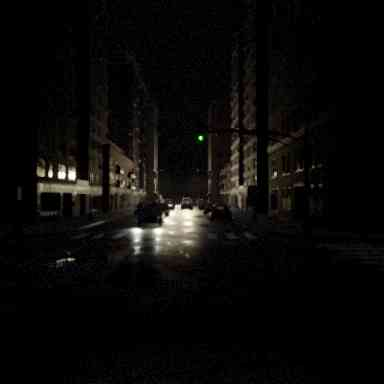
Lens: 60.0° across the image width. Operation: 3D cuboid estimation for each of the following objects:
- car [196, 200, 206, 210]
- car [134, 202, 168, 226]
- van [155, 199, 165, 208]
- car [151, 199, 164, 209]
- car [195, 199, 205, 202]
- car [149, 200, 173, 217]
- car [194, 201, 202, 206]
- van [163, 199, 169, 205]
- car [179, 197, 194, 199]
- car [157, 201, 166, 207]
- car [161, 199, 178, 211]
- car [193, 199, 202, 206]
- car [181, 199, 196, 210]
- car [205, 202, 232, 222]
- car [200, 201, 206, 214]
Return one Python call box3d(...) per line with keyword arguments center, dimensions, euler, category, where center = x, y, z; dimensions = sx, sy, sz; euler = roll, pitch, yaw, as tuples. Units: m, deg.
box3d(center=(2.107, 2.352, 53.852), dimensions=(1.802, 1.307, 4.206), euler=(0, -1, -1), category="car")
box3d(center=(-3.269, 1.862, 27.234), dimensions=(1.882, 1.535, 5.008), euler=(0, -1, -1), category="car")
box3d(center=(-6.781, 2.386, 70.649), dimensions=(1.690, 1.788, 3.998), euler=(0, -1, -1), category="van")
box3d(center=(-6.660, 2.264, 64.995), dimensions=(2.192, 1.841, 5.009), euler=(0, -1, -1), category="car")
box3d(center=(1.985, 2.407, 59.505), dimensions=(1.887, 1.381, 4.507), euler=(0, -1, -1), category="car")
box3d(center=(-3.484, 2.008, 37.525), dimensions=(1.882, 1.535, 5.008), euler=(0, -1, -1), category="car")
box3d(center=(1.503, 2.823, 82.116), dimensions=(1.802, 1.307, 4.206), euler=(0, -1, -1), category="car")
box3d(center=(-7.263, 2.762, 93.266), dimensions=(1.690, 1.788, 3.998), euler=(0, -1, -1), category="van")
box3d(center=(-1.021, 2.204, 66.555), dimensions=(2.150, 2.045, 5.566), euler=(0, -1, -1), category="car")
box3d(center=(-6.901, 2.721, 76.299), dimensions=(1.802, 1.307, 4.206), euler=(0, -1, -1), category="car")
box3d(center=(-3.778, 2.316, 53.948), dimensions=(2.033, 1.411, 5.357), euler=(0, -1, -1), category="car")
box3d(center=(1.382, 2.650, 87.773), dimensions=(2.192, 1.841, 5.009), euler=(0, -1, -1), category="car")
box3d(center=(-0.808, 2.376, 56.522), dimensions=(1.994, 1.385, 4.181), euler=(0, -1, -1), category="car")
box3d(center=(2.591, 1.885, 31.246), dimensions=(1.967, 1.590, 4.097), euler=(0, -1, -1), category="car")
box3d(center=(2.349, 2.187, 42.550), dimensions=(1.802, 1.307, 4.206), euler=(0, -1, -1), category="car")
